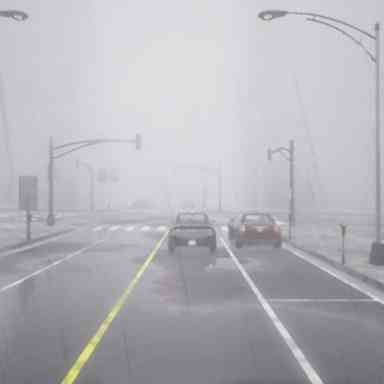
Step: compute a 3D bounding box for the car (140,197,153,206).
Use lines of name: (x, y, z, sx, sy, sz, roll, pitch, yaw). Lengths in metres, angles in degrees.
car: (-9.115, 1.927, 62.270, 2.192, 1.841, 5.009, 0, -1, 0)

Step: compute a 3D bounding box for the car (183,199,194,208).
car: (-0.590, 2.052, 62.312, 1.967, 1.590, 4.097, 0, -1, 0)

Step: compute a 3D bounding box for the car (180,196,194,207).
car: (-0.560, 1.989, 56.887, 1.967, 1.590, 4.097, 0, -1, 0)

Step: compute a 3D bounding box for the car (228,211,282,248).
car: (2.772, 1.588, 15.493, 1.967, 1.590, 4.097, 0, -1, 0)

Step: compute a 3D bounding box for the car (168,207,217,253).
car: (0.014, 1.629, 14.298, 2.128, 1.511, 4.902, 0, 0, 0)

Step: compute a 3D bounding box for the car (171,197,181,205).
car: (-3.455, 2.419, 81.410, 1.895, 1.301, 4.718, 0, -1, 0)

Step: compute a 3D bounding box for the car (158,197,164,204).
car: (-9.264, 2.518, 89.395, 1.802, 1.307, 4.206, 0, -1, 0)

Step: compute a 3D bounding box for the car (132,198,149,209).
car: (-9.084, 2.114, 56.841, 1.947, 1.339, 4.313, 0, -1, 0)

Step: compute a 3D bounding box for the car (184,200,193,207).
car: (-0.619, 2.258, 67.735, 1.802, 1.307, 4.206, 0, -1, 0)

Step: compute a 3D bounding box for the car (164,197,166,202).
car: (-9.295, 2.317, 94.823, 2.192, 1.841, 5.009, 0, -1, 0)

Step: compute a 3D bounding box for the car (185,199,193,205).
car: (-0.680, 2.349, 78.584, 1.887, 1.381, 4.507, 0, -1, 0)

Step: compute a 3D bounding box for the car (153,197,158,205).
car: (-9.173, 2.263, 72.949, 1.752, 1.417, 4.829, 0, -1, 0)
